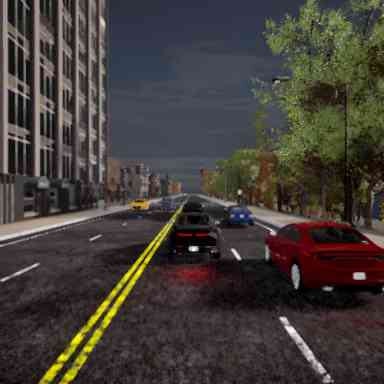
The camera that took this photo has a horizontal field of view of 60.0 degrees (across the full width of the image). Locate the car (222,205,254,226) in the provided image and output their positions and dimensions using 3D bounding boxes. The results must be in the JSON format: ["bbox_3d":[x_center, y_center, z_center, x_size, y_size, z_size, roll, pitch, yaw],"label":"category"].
[{"bbox_3d":[3.292,1.635,24.291,2.033,1.411,5.357,0,0,1],"label":"car"}]

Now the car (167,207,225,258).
[{"bbox_3d":[0.068,1.553,13.003,1.837,1.490,4.892,0,0,0],"label":"car"}]

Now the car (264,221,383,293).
[{"bbox_3d":[3.291,1.510,8.988,1.882,1.535,5.008,0,-1,0],"label":"car"}]

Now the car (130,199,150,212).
[{"bbox_3d":[-6.589,1.632,42.350,1.882,1.535,5.008,0,0,0],"label":"car"}]

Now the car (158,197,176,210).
[{"bbox_3d":[-3.329,1.513,44.565,2.097,1.767,4.553,0,0,0],"label":"car"}]

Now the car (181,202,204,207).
[{"bbox_3d":[0.074,1.584,29.360,1.882,1.535,5.008,0,0,0],"label":"car"}]
